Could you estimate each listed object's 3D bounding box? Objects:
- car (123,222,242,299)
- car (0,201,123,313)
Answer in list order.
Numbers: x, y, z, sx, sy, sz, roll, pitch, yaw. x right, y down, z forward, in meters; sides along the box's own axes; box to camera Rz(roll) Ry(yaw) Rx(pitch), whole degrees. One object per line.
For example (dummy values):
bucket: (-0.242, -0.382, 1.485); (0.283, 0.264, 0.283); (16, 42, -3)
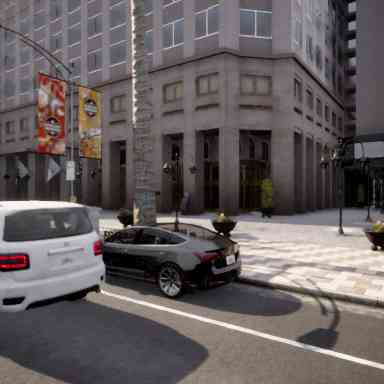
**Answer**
car: (-1.076, 1.513, 8.554); (4.786, 1.482, 2.161); (0, 0, 35)
car: (-4.240, 1.218, 7.014); (5.566, 2.045, 2.150); (-1, 0, 35)
